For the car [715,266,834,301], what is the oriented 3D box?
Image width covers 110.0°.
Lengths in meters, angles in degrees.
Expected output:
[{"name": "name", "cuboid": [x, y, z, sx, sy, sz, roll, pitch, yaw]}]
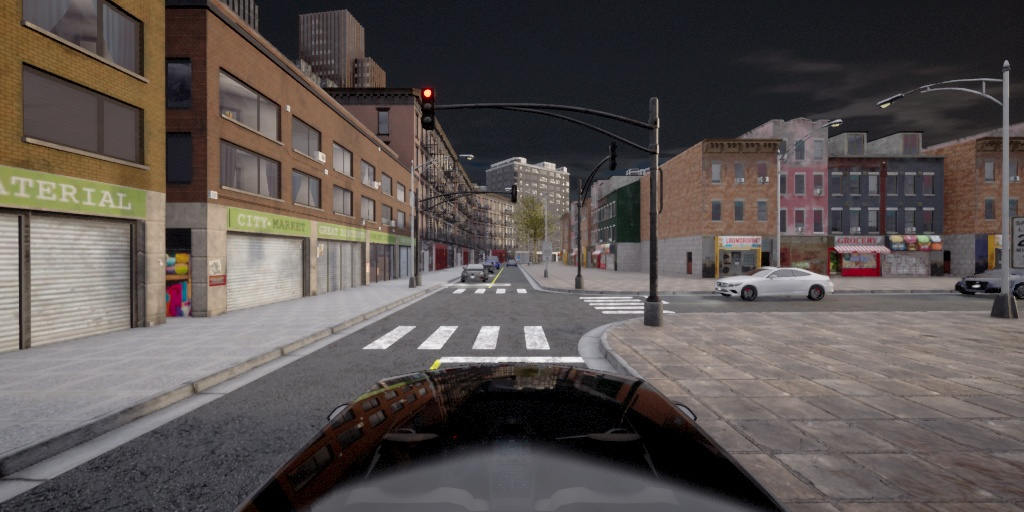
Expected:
[{"name": "car", "cuboid": [11.752, 1.200, 16.221, 4.674, 1.442, 1.812, 0, 0, 1]}]

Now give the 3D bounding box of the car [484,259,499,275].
[{"name": "car", "cuboid": [-2.937, 1.309, 40.494, 2.033, 1.411, 5.357, 0, 0, 0]}]

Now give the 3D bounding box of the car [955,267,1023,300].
[{"name": "car", "cuboid": [23.056, 1.178, 16.279, 4.181, 1.385, 1.994, 0, 0, 0]}]

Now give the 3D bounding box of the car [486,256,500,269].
[{"name": "car", "cuboid": [-2.942, 1.000, 53.208, 2.150, 2.045, 5.566, 0, 0, 0]}]

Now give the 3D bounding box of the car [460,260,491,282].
[{"name": "car", "cuboid": [-2.902, 1.279, 28.688, 1.812, 1.442, 4.674, 0, 0, 0]}]
